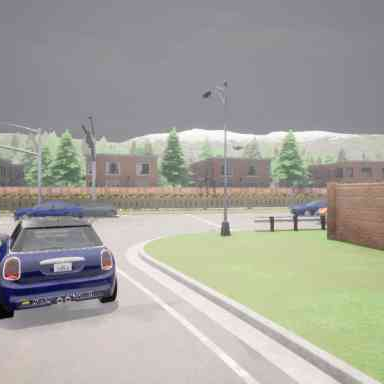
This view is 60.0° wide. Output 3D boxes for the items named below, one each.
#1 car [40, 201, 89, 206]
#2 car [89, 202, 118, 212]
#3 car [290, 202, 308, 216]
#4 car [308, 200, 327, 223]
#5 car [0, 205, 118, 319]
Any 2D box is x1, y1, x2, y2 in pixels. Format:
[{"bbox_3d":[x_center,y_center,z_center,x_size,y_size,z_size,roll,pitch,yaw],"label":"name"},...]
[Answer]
[{"bbox_3d":[-10.600,1.477,24.950,5.008,1.535,1.882,0,0,-14],"label":"car"},{"bbox_3d":[-8.602,1.564,29.044,4.181,1.385,1.994,0,0,-14],"label":"car"},{"bbox_3d":[11.427,1.478,30.340,5.008,1.535,1.882,0,0,-14],"label":"car"},{"bbox_3d":[10.791,1.352,22.976,4.553,1.767,2.097,0,0,-14],"label":"car"},{"bbox_3d":[-3.299,1.352,7.757,2.097,1.767,4.553,0,0,-28],"label":"car"}]
